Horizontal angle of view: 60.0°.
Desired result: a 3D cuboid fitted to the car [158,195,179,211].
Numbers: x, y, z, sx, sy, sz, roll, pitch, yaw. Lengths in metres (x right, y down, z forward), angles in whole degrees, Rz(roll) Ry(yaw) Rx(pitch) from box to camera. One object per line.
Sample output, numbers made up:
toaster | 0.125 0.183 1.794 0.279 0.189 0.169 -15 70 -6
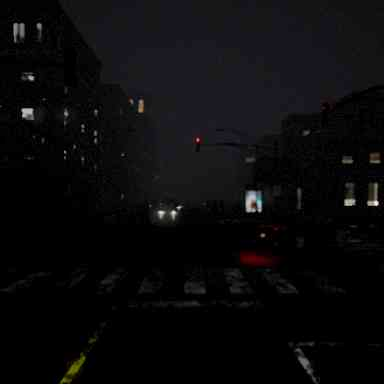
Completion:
car | -3.109 1.508 43.181 2.097 1.767 4.553 0 0 0

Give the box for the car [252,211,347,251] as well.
car | 4.815 1.560 14.612 5.008 1.535 1.882 0 -1 -36

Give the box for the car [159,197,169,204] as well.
car | -5.729 1.795 68.957 1.752 1.417 4.829 0 0 0

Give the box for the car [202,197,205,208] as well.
car | 2.663 1.751 46.357 1.802 1.307 4.206 0 0 0

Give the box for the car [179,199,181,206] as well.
car | -3.077 1.705 59.773 1.882 1.535 5.008 0 0 0

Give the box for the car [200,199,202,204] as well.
car | 2.660 1.744 52.054 2.008 1.369 4.403 0 0 0

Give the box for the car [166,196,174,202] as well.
car | -5.738 1.878 86.046 1.752 1.417 4.829 -1 0 0

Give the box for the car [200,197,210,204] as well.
car | 2.652 1.821 69.144 2.008 1.369 4.403 -1 0 0

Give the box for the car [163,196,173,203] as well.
car | -5.736 1.765 80.520 1.967 1.590 4.097 -1 0 0

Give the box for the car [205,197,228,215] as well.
car | 2.667 1.562 34.964 1.967 1.590 4.097 0 0 0

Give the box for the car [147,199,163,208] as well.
car | -5.720 1.744 52.037 2.008 1.369 4.403 0 0 0

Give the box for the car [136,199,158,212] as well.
car | -5.715 1.696 40.644 2.008 1.369 4.403 0 0 0
